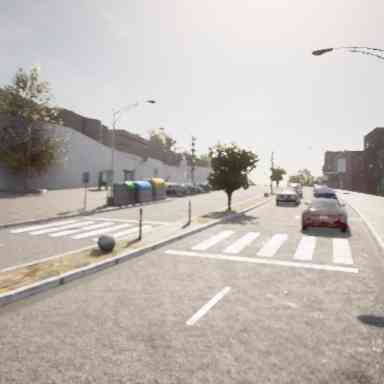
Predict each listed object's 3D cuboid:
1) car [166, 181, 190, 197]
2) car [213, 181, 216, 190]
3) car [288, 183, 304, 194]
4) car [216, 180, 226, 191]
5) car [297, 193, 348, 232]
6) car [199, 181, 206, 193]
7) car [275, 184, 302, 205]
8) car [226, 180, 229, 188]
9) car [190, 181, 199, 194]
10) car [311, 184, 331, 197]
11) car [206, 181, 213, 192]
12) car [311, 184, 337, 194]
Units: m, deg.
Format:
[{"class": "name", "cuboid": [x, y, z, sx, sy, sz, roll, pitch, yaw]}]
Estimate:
[{"class": "car", "cuboid": [-2.883, -0.203, 38.670, 4.792, 1.488, 2.163, 0, 3, 0]}, {"class": "car", "cuboid": [0.893, -0.889, 49.848, 4.553, 1.767, 2.185, 0, 2, -2]}, {"class": "car", "cuboid": [15.183, -0.575, 48.835, 2.128, 1.511, 4.902, 1, 3, 17]}, {"class": "car", "cuboid": [2.662, -1.024, 55.490, 4.892, 1.521, 2.231, 0, 3, -3]}, {"class": "car", "cuboid": [6.522, 1.006, 16.368, 1.994, 1.385, 4.181, 1, 3, 23]}, {"class": "car", "cuboid": [-0.912, -0.460, 44.251, 4.674, 1.452, 2.002, 0, 2, -1]}, {"class": "car", "cuboid": [8.599, 0.351, 29.656, 2.033, 1.411, 5.357, 1, 3, 21]}, {"class": "car", "cuboid": [3.489, -1.154, 58.325, 4.892, 1.521, 2.231, 0, 3, -4]}, {"class": "car", "cuboid": [-1.861, -0.366, 41.450, 4.892, 1.521, 2.231, 0, 3, 0]}, {"class": "car", "cuboid": [16.188, -0.244, 42.099, 2.128, 1.511, 4.902, 2, 3, 19]}, {"class": "car", "cuboid": [0.026, -0.632, 47.043, 5.008, 1.535, 2.097, 0, 3, -1]}, {"class": "car", "cuboid": [11.720, 0.312, 29.434, 1.882, 1.535, 5.008, 1, 3, 21]}]
